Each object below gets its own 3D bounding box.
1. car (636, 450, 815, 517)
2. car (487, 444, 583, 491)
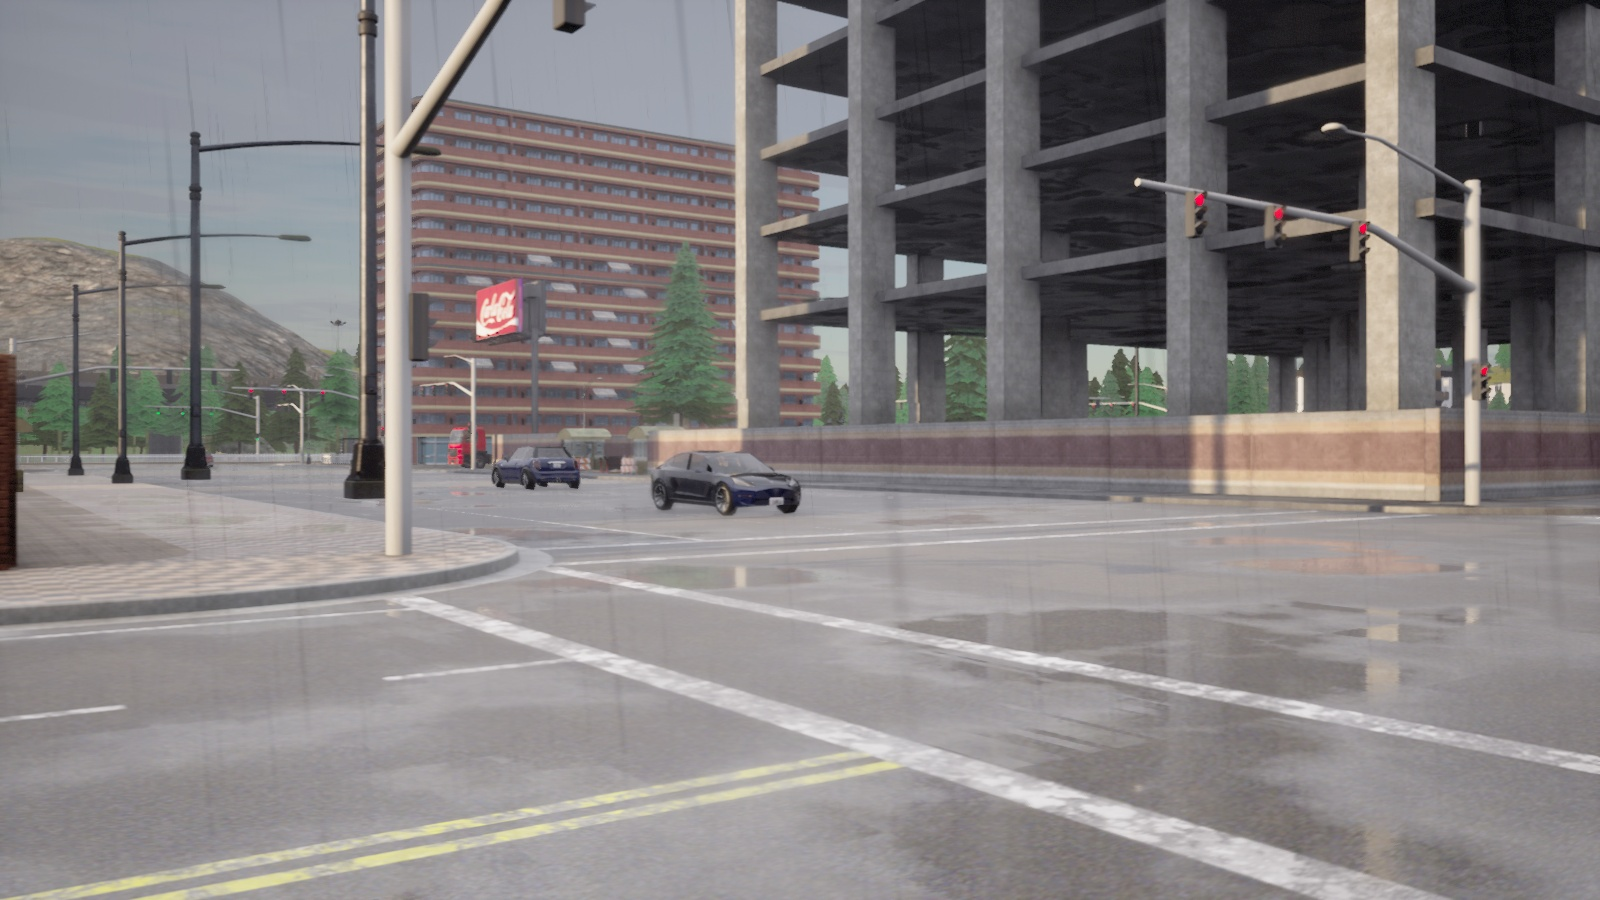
[{"bbox_3d":[-1.909,0.749,30.394,2.163,1.488,4.792,0,0,-34],"label":"car"},{"bbox_3d":[-10.389,0.654,49.012,2.097,1.767,4.553,0,0,-34],"label":"car"}]
